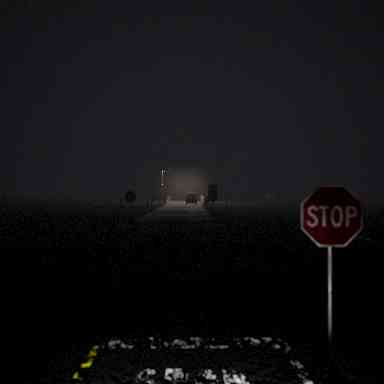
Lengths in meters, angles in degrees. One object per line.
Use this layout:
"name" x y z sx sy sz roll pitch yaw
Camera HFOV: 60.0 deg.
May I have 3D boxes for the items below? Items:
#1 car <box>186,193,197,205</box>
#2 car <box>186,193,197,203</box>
"car" -0.106 1.396 60.813 2.097 1.767 4.553 0 0 0
"car" -0.124 1.159 70.878 2.150 2.045 5.566 0 0 0
